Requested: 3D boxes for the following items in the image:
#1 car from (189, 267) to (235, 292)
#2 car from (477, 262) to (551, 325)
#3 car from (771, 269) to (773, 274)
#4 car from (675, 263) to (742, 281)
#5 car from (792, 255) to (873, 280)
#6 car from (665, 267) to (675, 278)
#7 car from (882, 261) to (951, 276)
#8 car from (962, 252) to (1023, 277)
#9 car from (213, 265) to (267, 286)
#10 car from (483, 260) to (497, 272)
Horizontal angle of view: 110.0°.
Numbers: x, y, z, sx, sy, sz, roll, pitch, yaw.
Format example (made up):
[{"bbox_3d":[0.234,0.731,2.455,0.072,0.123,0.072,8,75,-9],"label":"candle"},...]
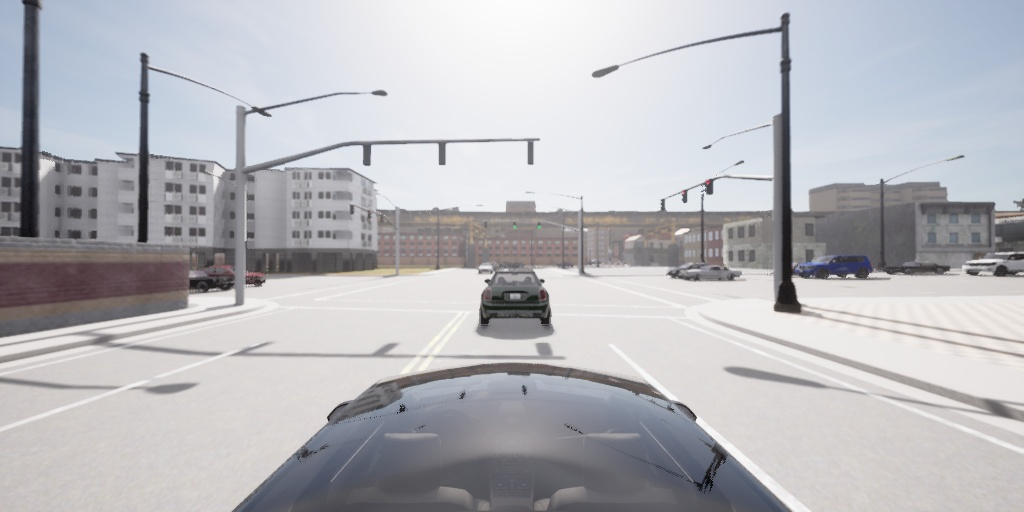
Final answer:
[{"bbox_3d":[-19.846,1.534,22.124,4.718,1.301,1.895,0,-1,1],"label":"car"},{"bbox_3d":[0.095,1.197,12.392,2.097,1.767,4.553,0,-1,0],"label":"car"},{"bbox_3d":[27.770,1.286,34.721,4.674,1.442,1.812,-1,-1,1],"label":"car"},{"bbox_3d":[17.300,1.482,31.439,4.718,1.301,1.895,-1,-1,0],"label":"car"},{"bbox_3d":[27.964,0.949,31.223,5.566,2.045,2.150,-1,-1,1],"label":"car"},{"bbox_3d":[17.578,1.405,34.932,4.902,1.511,2.128,-1,-1,1],"label":"car"},{"bbox_3d":[38.765,1.165,34.497,4.718,1.301,1.895,-1,-1,1],"label":"car"},{"bbox_3d":[42.616,0.686,30.910,5.566,2.045,2.150,-1,-1,1],"label":"car"},{"bbox_3d":[-20.301,1.441,25.594,5.008,1.535,1.882,0,-1,0],"label":"car"},{"bbox_3d":[-3.556,1.612,58.872,2.097,1.767,4.553,0,-1,0],"label":"car"}]
